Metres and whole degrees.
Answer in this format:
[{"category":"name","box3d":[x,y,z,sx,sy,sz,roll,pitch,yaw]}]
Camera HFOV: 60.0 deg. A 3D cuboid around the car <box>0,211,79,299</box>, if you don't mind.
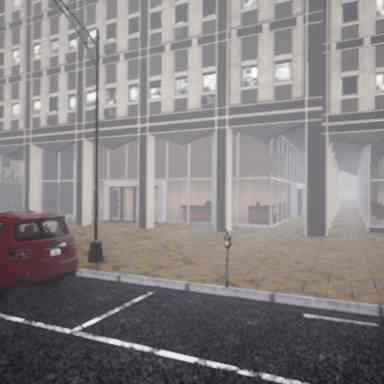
[{"category":"car","box3d":[-5.140,1.411,8.272,5.009,1.841,2.192,0,0,25]}]
